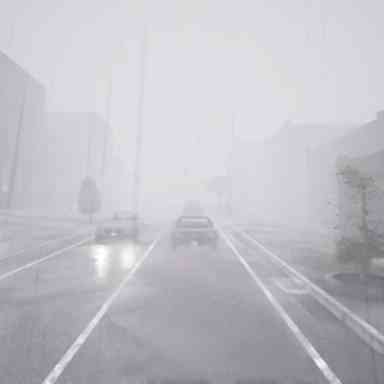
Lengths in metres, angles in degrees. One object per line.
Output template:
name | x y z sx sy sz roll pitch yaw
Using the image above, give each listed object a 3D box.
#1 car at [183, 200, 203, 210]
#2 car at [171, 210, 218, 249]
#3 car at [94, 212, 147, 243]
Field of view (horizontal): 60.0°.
car | 0.080 1.658 36.503 2.097 1.767 4.553 0 0 0
car | 0.095 1.721 15.129 1.895 1.301 4.718 0 0 0
car | -3.478 1.698 16.786 1.994 1.385 4.181 0 0 0
